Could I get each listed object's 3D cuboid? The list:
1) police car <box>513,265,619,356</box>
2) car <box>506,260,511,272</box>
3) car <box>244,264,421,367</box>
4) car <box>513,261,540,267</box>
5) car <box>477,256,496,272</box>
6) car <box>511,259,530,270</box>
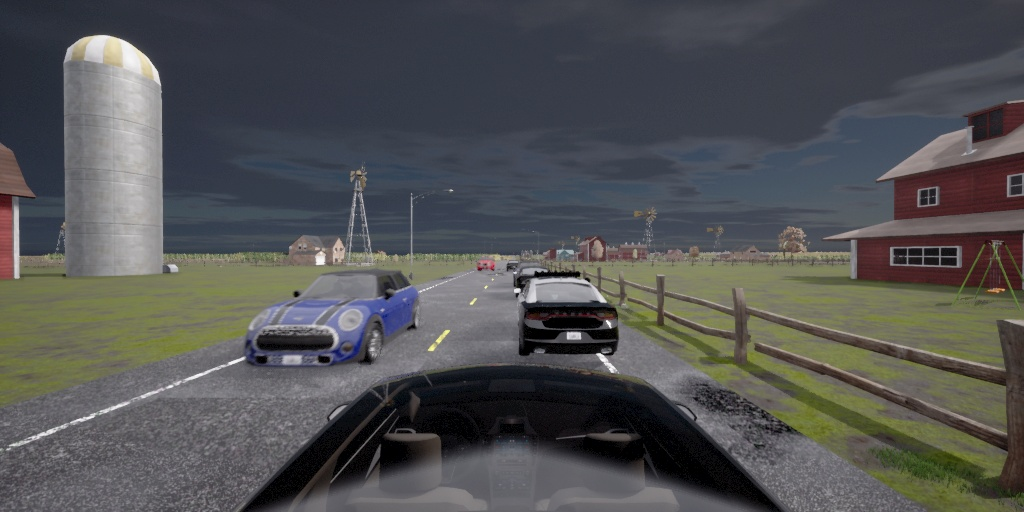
[{"bbox_3d":[1.079,1.175,8.771,1.930,1.638,5.238,0,0,0],"label":"police car"},{"bbox_3d":[0.230,1.267,48.316,1.882,1.535,5.008,0,0,0],"label":"car"},{"bbox_3d":[-3.574,1.101,8.088,2.097,1.767,4.553,0,0,0],"label":"car"},{"bbox_3d":[1.116,1.231,18.662,1.882,1.535,5.008,0,0,0],"label":"car"},{"bbox_3d":[-3.328,1.006,47.041,2.150,2.045,5.566,0,0,0],"label":"car"},{"bbox_3d":[1.137,1.109,24.633,2.097,1.767,4.553,0,0,0],"label":"car"}]
